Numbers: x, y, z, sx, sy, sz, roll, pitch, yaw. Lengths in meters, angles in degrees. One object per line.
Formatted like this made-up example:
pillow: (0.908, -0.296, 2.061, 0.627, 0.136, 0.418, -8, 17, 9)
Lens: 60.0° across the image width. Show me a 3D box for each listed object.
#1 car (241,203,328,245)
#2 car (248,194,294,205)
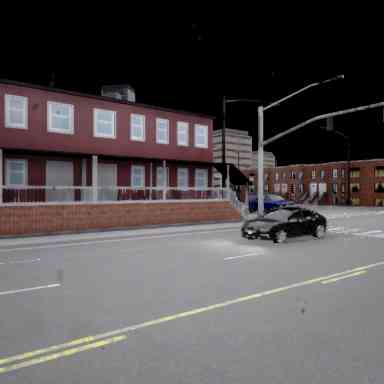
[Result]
car: (4.470, 1.505, 15.782, 4.892, 1.490, 1.837, 0, 0, -36)
car: (7.958, 1.222, 33.846, 2.150, 2.045, 5.566, 0, 0, -34)
